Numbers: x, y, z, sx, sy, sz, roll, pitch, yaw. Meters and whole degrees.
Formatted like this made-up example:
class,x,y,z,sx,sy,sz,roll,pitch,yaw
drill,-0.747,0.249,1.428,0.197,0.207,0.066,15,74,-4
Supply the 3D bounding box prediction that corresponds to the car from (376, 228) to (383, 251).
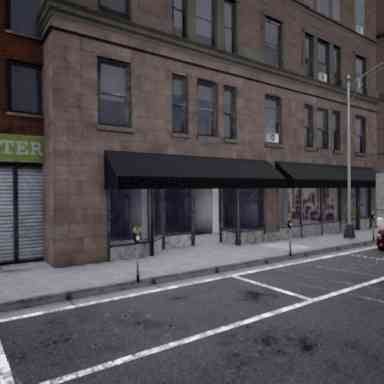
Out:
class,x,y,z,sx,sy,sz,roll,pitch,yaw
car,8.866,1.549,12.865,4.507,1.381,1.887,0,-1,-35
